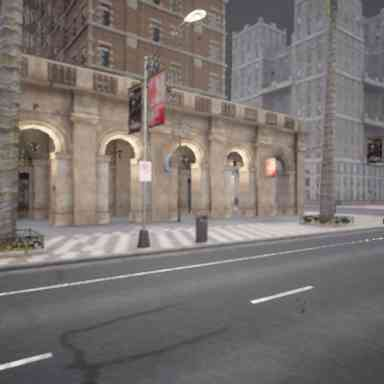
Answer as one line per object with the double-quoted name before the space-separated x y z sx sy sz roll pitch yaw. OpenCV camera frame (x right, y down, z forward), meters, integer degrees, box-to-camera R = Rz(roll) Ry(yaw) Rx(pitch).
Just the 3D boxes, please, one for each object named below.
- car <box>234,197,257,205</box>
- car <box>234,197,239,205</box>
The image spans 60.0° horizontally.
"car" 11.427 1.914 71.400 2.128 1.511 4.902 1 0 -37
"car" 8.612 1.852 69.322 1.837 1.490 4.892 1 0 -37
